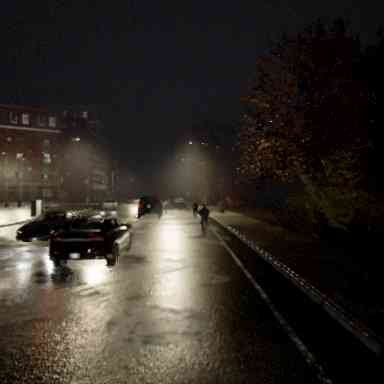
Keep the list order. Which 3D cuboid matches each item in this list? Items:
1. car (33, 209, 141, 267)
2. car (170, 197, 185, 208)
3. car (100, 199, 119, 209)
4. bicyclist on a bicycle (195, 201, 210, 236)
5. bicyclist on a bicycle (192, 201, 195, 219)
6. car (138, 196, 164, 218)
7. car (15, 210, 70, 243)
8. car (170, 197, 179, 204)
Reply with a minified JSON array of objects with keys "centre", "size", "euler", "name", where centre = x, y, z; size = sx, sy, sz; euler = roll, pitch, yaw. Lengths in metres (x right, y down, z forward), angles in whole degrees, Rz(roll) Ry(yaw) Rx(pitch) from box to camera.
[{"centre":[-3.275,1.558,11.611],"size":[2.128,1.511,4.902],"euler":[0,0,-1],"name":"car"},{"centre":[-2.170,1.779,55.356],"size":[2.128,1.511,4.902],"euler":[0,0,-5],"name":"car"},{"centre":[-11.359,1.700,46.329],"size":[1.812,1.442,4.674],"euler":[0,0,-7],"name":"car"},{"centre":[0.643,1.466,17.556],"size":[0.659,1.776,1.843],"euler":[0,0,-1],"name":"bicyclist on a bicycle"},{"centre":[0.268,1.607,28.604],"size":[0.582,1.620,1.656],"euler":[0,-1,-2],"name":"bicyclist on a bicycle"},{"centre":[-3.936,1.398,32.157],"size":[2.150,2.045,5.566],"euler":[0,0,-3],"name":"car"},{"centre":[-6.821,1.646,16.952],"size":[2.033,1.411,5.357],"euler":[0,0,-1],"name":"car"},{"centre":[-3.906,1.853,73.140],"size":[1.882,1.535,5.008],"euler":[0,0,-6],"name":"car"}]
